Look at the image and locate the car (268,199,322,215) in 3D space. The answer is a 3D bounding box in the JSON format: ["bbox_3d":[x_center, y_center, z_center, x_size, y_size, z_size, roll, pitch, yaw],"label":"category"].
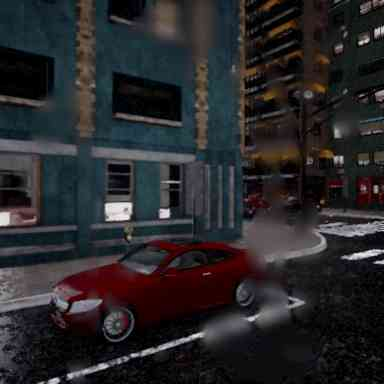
[{"bbox_3d":[9.293,1.249,29.268,1.947,1.339,4.313,1,0,-36],"label":"car"}]

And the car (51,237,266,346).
[{"bbox_3d":[-0.389,1.569,6.273,4.206,1.307,1.802,0,1,-35],"label":"car"}]

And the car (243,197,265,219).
[{"bbox_3d":[2.489,0.965,24.385,2.192,1.841,5.009,1,0,-36],"label":"car"}]

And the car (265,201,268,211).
[{"bbox_3d":[6.026,1.185,33.780,1.802,1.307,4.206,1,0,-36],"label":"car"}]
